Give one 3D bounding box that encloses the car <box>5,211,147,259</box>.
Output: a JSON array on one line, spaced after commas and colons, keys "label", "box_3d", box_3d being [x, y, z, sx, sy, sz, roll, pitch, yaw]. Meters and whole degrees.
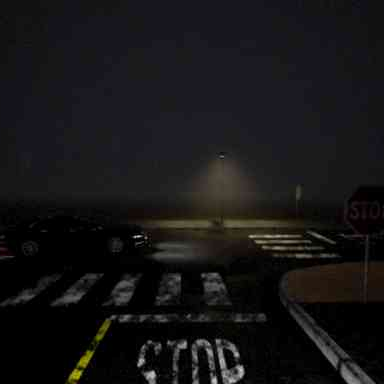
[{"label": "car", "box_3d": [-4.136, 1.493, 12.185, 4.892, 1.490, 1.837, -1, 3, -2]}]
